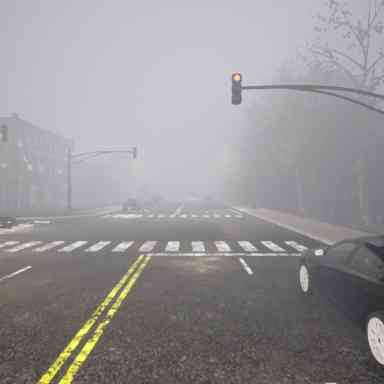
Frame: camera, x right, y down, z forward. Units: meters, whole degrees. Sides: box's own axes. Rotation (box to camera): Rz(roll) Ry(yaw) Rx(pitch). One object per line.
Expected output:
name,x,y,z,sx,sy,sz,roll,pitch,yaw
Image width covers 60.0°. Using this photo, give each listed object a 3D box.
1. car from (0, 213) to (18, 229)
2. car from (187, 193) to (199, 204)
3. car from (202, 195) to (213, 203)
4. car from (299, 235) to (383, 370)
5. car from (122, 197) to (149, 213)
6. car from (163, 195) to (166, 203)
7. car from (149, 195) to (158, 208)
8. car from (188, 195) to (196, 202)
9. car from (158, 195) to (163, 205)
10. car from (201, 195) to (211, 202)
car,-13.037,1.692,20.389,4.181,1.385,1.994,-1,0,6
car,0.111,1.199,65.450,2.150,2.045,5.566,0,0,1
car,3.370,1.480,68.989,1.837,1.490,4.892,0,0,0
car,3.344,1.477,5.663,1.882,1.535,5.008,0,0,1
car,-6.581,1.481,37.613,2.128,1.511,4.902,0,0,0
car,-6.509,1.328,66.725,2.097,1.767,4.553,0,0,0
car,-6.577,1.477,47.071,2.128,1.511,4.902,0,0,0
car,0.021,1.509,79.299,2.033,1.411,5.357,0,0,0
car,-6.569,1.458,56.646,1.882,1.535,5.008,0,0,0
car,3.270,1.494,79.178,2.128,1.511,4.902,0,0,0
